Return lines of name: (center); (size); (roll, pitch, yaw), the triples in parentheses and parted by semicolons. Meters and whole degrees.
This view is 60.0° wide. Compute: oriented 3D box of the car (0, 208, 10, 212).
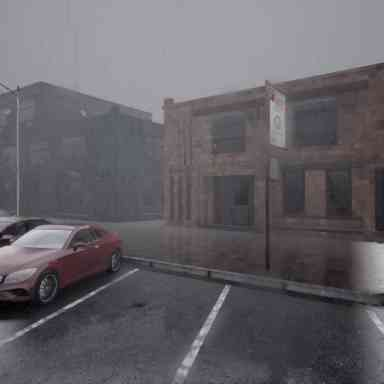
car: (-8.244, 1.366, 11.746); (2.185, 1.767, 4.553); (1, -1, 15)

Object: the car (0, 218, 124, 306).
car: (-3.311, 1.527, 8.310); (2.002, 1.452, 4.674); (1, -1, 15)

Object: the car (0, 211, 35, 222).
car: (-5.792, 1.518, 9.982); (2.163, 1.488, 4.792); (1, -1, 15)
